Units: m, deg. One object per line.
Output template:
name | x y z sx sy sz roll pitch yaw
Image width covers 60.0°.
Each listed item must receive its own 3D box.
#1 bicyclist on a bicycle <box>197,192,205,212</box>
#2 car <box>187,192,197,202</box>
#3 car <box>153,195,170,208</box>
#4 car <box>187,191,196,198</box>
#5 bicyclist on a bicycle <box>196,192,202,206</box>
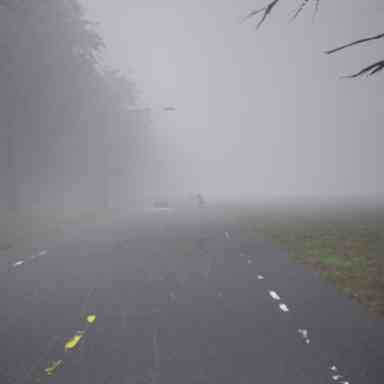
bicyclist on a bicycle | 0.929 1.114 32.572 0.866 1.612 1.509 0 0 0
car | -0.002 0.906 57.095 2.033 1.411 5.357 0 1 0
car | -3.641 1.124 40.898 2.033 1.411 5.357 0 1 0
car | -0.083 0.627 74.806 1.812 1.442 4.674 0 1 0
bicyclist on a bicycle | 0.914 0.915 43.436 0.659 1.776 1.843 0 1 0
